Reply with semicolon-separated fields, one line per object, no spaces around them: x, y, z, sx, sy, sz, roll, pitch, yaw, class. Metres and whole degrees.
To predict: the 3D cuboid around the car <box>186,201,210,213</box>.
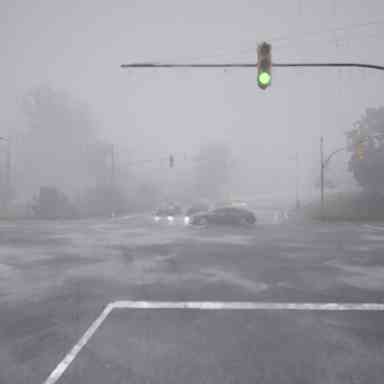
0.752;2.046;38.814;1.895;1.301;4.718;0;0;15;car

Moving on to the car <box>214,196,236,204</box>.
4.899;1.838;51.771;1.895;1.301;4.718;0;2;21;car

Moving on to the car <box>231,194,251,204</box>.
9.486;1.253;62.248;1.882;1.535;5.008;0;3;27;car

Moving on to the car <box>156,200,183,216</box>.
-2.668;1.806;39.451;2.097;1.767;4.553;0;0;15;car

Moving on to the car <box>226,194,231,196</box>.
7.602;1.138;66.280;1.882;1.535;5.008;0;3;27;car

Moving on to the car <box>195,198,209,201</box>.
1.411;1.774;52.392;1.837;1.490;4.892;0;1;20;car

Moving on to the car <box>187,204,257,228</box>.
2.286;1.841;24.644;4.892;1.490;1.837;0;-1;2;car
